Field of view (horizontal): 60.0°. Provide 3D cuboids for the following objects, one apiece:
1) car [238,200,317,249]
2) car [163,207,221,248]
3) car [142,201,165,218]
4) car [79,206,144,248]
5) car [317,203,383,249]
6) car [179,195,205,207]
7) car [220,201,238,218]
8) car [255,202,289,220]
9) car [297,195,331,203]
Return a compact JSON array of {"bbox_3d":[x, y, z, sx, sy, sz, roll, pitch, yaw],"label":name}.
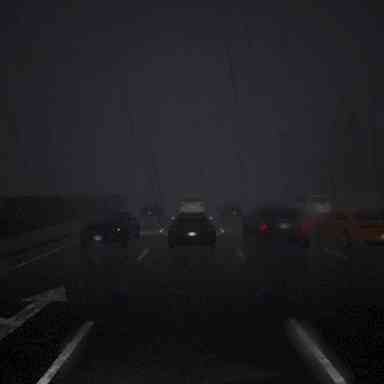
[{"bbox_3d":[3.500,1.363,14.620,2.097,1.767,4.553,0,0,0],"label":"car"},{"bbox_3d":[0.000,1.569,14.650,1.994,1.385,4.181,0,0,0],"label":"car"},{"bbox_3d":[-3.500,1.530,29.650,1.812,1.442,4.674,0,0,0],"label":"car"},{"bbox_3d":[-3.500,1.530,14.650,1.812,1.442,4.674,0,0,0],"label":"car"},{"bbox_3d":[7.000,1.482,14.650,1.882,1.535,5.008,0,0,0],"label":"car"},{"bbox_3d":[0.000,1.255,29.680,2.150,2.045,5.566,0,0,0],"label":"car"},{"bbox_3d":[3.500,1.530,29.650,1.812,1.442,4.674,0,0,0],"label":"car"},{"bbox_3d":[7.000,1.614,29.680,1.895,1.301,4.718,0,0,0],"label":"car"},{"bbox_3d":[10.500,1.255,29.680,2.150,2.045,5.566,0,0,0],"label":"car"}]
